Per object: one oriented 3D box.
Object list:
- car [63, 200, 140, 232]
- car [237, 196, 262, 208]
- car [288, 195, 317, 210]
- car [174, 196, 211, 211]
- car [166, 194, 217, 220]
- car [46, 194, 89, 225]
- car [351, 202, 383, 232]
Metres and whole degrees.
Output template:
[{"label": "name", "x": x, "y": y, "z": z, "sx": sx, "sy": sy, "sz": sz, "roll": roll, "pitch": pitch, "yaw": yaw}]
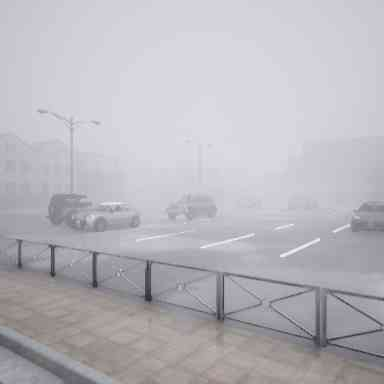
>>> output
[{"label": "car", "x": -4.774, "y": 1.358, "z": 18.556, "sx": 1.970, "sy": 1.475, "sz": 3.806, "roll": 0, "pitch": 0, "yaw": 35}, {"label": "car", "x": 7.222, "y": 1.230, "z": 41.345, "sx": 1.970, "sy": 1.475, "sz": 3.806, "roll": 0, "pitch": 0, "yaw": 35}, {"label": "car", "x": 12.655, "y": 1.151, "z": 37.914, "sx": 2.152, "sy": 1.636, "sz": 5.027, "roll": 0, "pitch": 0, "yaw": 35}, {"label": "car", "x": 0.168, "y": 1.296, "z": 37.692, "sx": 2.007, "sy": 1.523, "sz": 4.514, "roll": 0, "pitch": 0, "yaw": 35}, {"label": "car", "x": 0.078, "y": 1.095, "z": 25.510, "sx": 1.932, "sy": 1.855, "sz": 4.605, "roll": 0, "pitch": 0, "yaw": 35}, {"label": "car", "x": -7.140, "y": 1.074, "z": 20.970, "sx": 1.905, "sy": 1.878, "sz": 3.866, "roll": 0, "pitch": 0, "yaw": 35}, {"label": "car", "x": 9.852, "y": 1.295, "z": 17.755, "sx": 2.007, "sy": 1.523, "sz": 4.514, "roll": 0, "pitch": 0, "yaw": 35}]
